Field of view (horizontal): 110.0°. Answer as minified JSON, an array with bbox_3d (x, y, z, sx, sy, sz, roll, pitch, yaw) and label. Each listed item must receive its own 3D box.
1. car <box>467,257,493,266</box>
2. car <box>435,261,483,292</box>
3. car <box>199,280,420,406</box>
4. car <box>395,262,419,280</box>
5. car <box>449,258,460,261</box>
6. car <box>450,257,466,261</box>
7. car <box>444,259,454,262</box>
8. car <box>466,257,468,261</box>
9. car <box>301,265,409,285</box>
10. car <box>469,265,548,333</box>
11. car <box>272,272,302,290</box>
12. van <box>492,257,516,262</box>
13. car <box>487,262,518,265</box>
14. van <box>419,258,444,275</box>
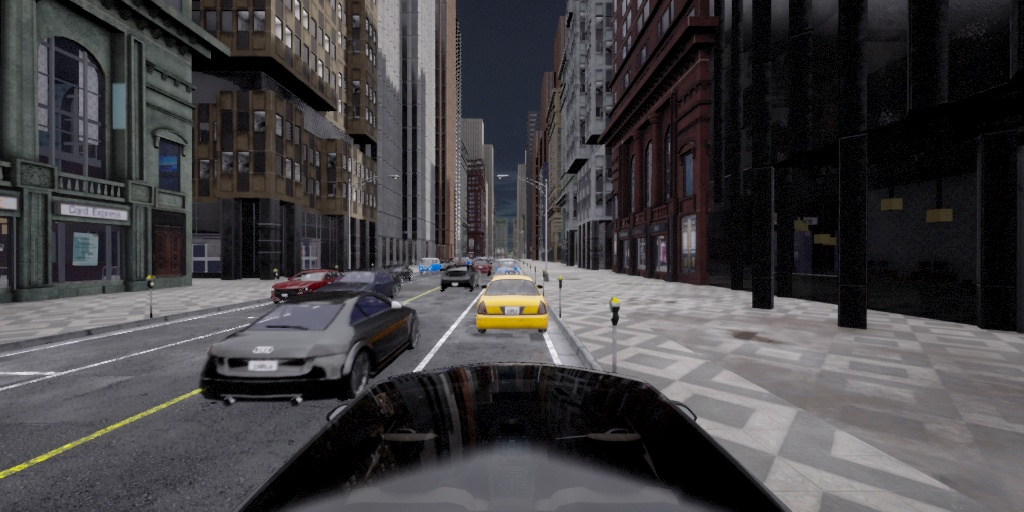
[{"bbox_3d":[-3.145,1.114,37.833,2.097,1.767,4.553,0,0,0],"label":"car"},{"bbox_3d":[-3.045,1.259,21.603,1.837,1.490,4.892,0,0,0],"label":"car"},{"bbox_3d":[-3.046,1.314,6.393,1.994,1.385,4.181,0,0,0],"label":"car"},{"bbox_3d":[-8.908,1.323,27.572,1.948,1.339,4.313,0,0,0],"label":"car"},{"bbox_3d":[-8.908,1.335,50.119,1.948,1.339,4.313,0,0,0],"label":"car"},{"bbox_3d":[-8.908,1.087,55.755,2.192,1.841,5.009,0,0,0],"label":"car"},{"bbox_3d":[-8.908,1.332,44.482,1.948,1.339,4.313,0,0,0],"label":"car"},{"bbox_3d":[-8.908,1.320,61.393,1.888,1.381,4.507,0,0,0],"label":"car"},{"bbox_3d":[-6.246,1.299,15.175,2.033,1.411,5.357,0,0,0],"label":"car"},{"bbox_3d":[0.005,1.208,10.690,1.801,1.575,5.366,0,0,0],"label":"car"},{"bbox_3d":[-8.908,1.297,16.299,1.888,1.381,4.507,0,0,0],"label":"car"},{"bbox_3d":[-0.383,1.098,27.584,1.690,1.789,3.998,0,0,0],"label":"van"},{"bbox_3d":[-0.383,1.280,22.119,1.751,1.417,4.829,0,0,0],"label":"car"},{"bbox_3d":[-8.908,1.104,38.846,1.690,1.789,3.998,0,0,0],"label":"van"}]
